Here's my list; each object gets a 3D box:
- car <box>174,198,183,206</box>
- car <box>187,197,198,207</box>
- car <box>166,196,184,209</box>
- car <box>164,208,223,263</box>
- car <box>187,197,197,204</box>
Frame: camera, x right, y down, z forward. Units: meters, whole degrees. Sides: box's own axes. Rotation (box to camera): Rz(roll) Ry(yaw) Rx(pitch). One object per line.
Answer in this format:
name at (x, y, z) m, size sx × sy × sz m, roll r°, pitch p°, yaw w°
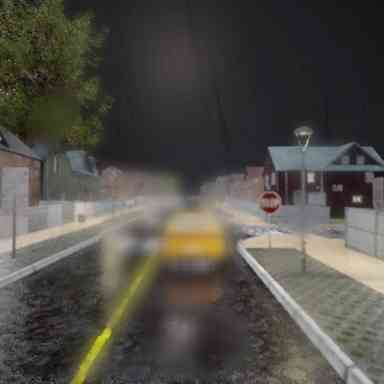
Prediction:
car at (-2.736, 2.049, 68.623) m, size 1.837 × 1.490 × 4.892 m, roll 0°, pitch -1°, yaw 0°
car at (0.059, 1.993, 63.529) m, size 1.837 × 1.490 × 4.892 m, roll 0°, pitch 0°, yaw 0°
car at (-2.810, 1.606, 51.634) m, size 2.150 × 2.045 × 5.566 m, roll 0°, pitch -1°, yaw 1°
car at (0.058, 1.562, 12.346) m, size 1.882 × 1.535 × 5.008 m, roll 0°, pitch 0°, yaw 0°
car at (0.014, 1.947, 74.653) m, size 2.128 × 1.511 × 4.902 m, roll 0°, pitch -1°, yaw 0°
